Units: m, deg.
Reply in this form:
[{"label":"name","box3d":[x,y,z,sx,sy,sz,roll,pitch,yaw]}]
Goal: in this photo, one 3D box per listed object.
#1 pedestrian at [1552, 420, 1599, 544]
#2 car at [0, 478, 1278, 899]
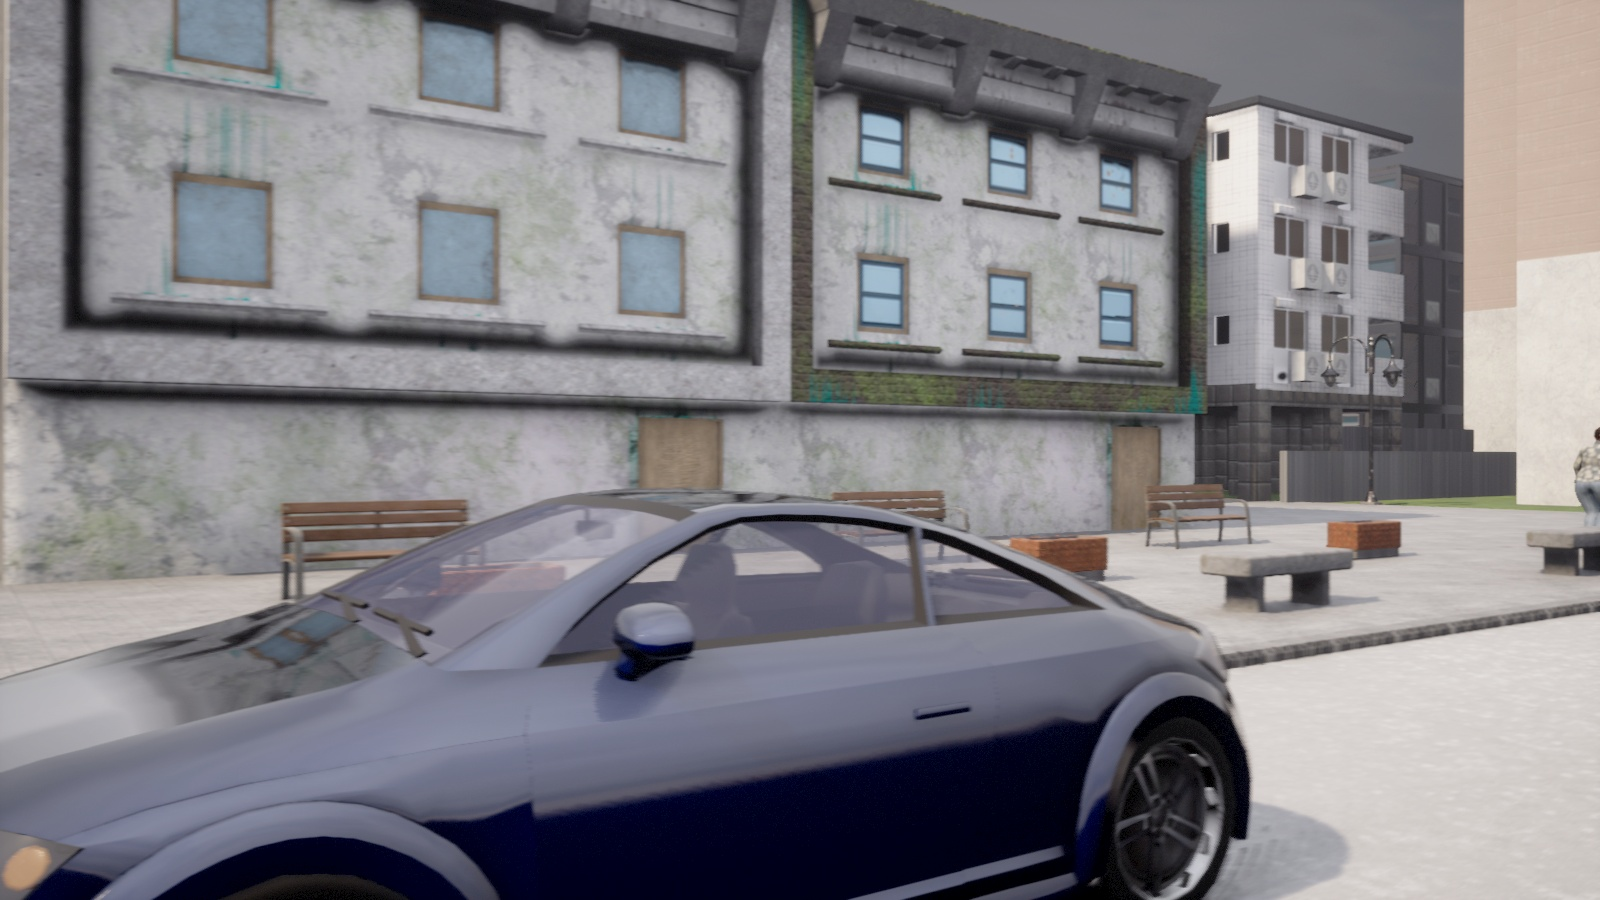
[{"label":"pedestrian","box3d":[12.171,0.476,19.162,0.900,1.855,0.874,0,0,-32]},{"label":"car","box3d":[-0.706,0.819,3.776,4.181,1.385,1.994,0,0,-35]}]
